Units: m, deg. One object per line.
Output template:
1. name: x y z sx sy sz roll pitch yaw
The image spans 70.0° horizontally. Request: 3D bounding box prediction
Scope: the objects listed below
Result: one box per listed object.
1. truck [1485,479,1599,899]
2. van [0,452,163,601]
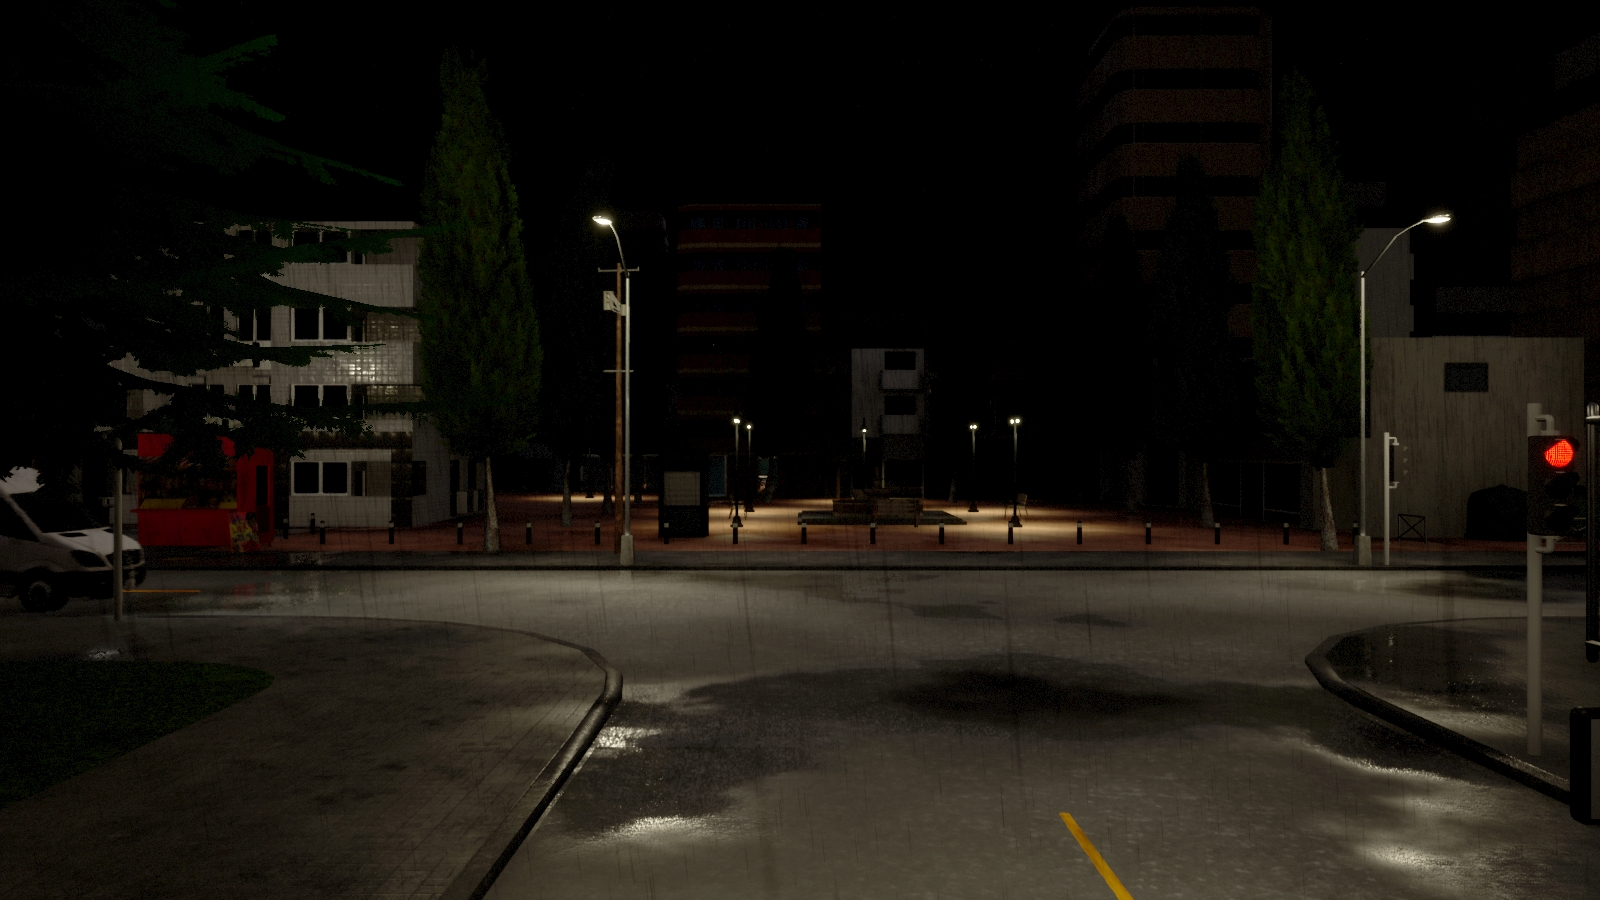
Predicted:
1. truck: 4.017 1.349 1.921 2.627 2.467 5.204 0 0 0
2. van: -15.028 1.324 20.646 5.915 2.561 1.988 0 0 0
